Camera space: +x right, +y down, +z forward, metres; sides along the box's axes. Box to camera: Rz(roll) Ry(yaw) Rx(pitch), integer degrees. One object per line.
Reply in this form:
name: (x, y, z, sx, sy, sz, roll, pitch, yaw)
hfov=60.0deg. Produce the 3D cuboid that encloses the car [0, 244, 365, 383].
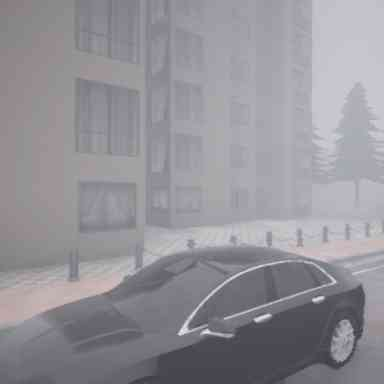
car: (0.275, 1.509, 4.176, 4.892, 1.490, 1.837, 0, 0, -35)
